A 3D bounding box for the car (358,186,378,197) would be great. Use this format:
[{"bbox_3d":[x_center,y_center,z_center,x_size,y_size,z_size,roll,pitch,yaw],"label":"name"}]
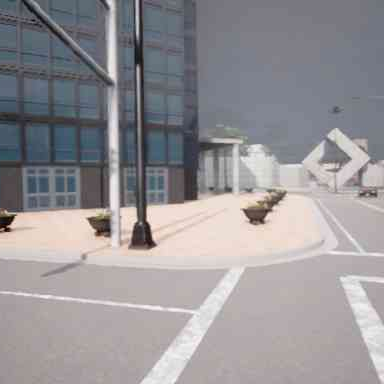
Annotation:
[{"bbox_3d":[20.815,-0.079,39.300,1.895,1.301,4.718,0,2,30],"label":"car"}]
